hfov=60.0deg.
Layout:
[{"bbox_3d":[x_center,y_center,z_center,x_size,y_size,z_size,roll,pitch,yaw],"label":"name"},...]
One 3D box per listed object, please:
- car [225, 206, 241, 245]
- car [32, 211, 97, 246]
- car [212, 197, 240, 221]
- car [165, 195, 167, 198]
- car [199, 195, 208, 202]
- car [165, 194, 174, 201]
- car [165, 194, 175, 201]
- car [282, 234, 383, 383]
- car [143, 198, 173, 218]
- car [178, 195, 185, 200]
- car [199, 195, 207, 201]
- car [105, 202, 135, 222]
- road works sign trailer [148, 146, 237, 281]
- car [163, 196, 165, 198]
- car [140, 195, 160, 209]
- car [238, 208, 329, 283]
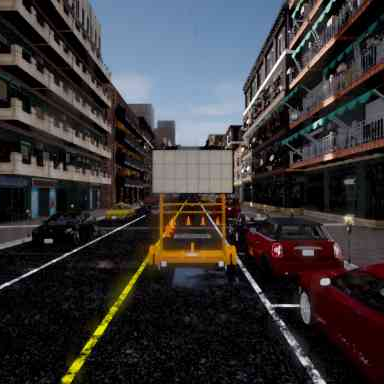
[{"bbox_3d":[2.715,1.550,15.318,2.008,1.369,4.403,0,0,0],"label":"car"},{"bbox_3d":[-5.666,1.565,15.334,1.947,1.339,4.313,0,0,0],"label":"car"},{"bbox_3d":[2.733,1.312,26.592,2.192,1.841,5.009,0,0,0],"label":"car"},{"bbox_3d":[-5.608,1.568,54.790,1.802,1.307,4.206,0,0,0],"label":"car"},{"bbox_3d":[2.807,1.500,77.489,1.752,1.417,4.829,0,0,0],"label":"car"},{"bbox_3d":[-5.566,1.412,82.971,1.967,1.590,4.097,0,0,0],"label":"car"},{"bbox_3d":[-5.573,1.290,77.336,2.192,1.841,5.009,0,0,0],"label":"car"},{"bbox_3d":[2.699,1.545,4.046,1.887,1.381,4.507,0,0,0],"label":"car"},{"bbox_3d":[-3.054,1.521,30.462,1.812,1.442,4.674,0,0,0],"label":"car"},{"bbox_3d":[-2.867,1.475,89.392,1.837,1.490,4.892,0,0,0],"label":"car"},{"bbox_3d":[2.823,1.514,88.592,1.887,1.381,4.507,0,0,0],"label":"car"},{"bbox_3d":[-5.649,1.522,26.437,1.752,1.417,4.829,0,0,0],"label":"car"},{"bbox_3d":[0.016,0.464,9.819,2.380,3.560,2.880,0,0,0],"label":"road works sign trailer"},{"bbox_3d":[-5.615,1.303,49.154,2.192,1.841,5.009,0,0,0],"label":"car"},{"bbox_3d":[-5.624,1.431,43.517,1.967,1.590,4.097,0,0,0],"label":"car"},{"bbox_3d":[2.707,1.440,9.683,1.967,1.590,4.097,0,0,0],"label":"car"}]
